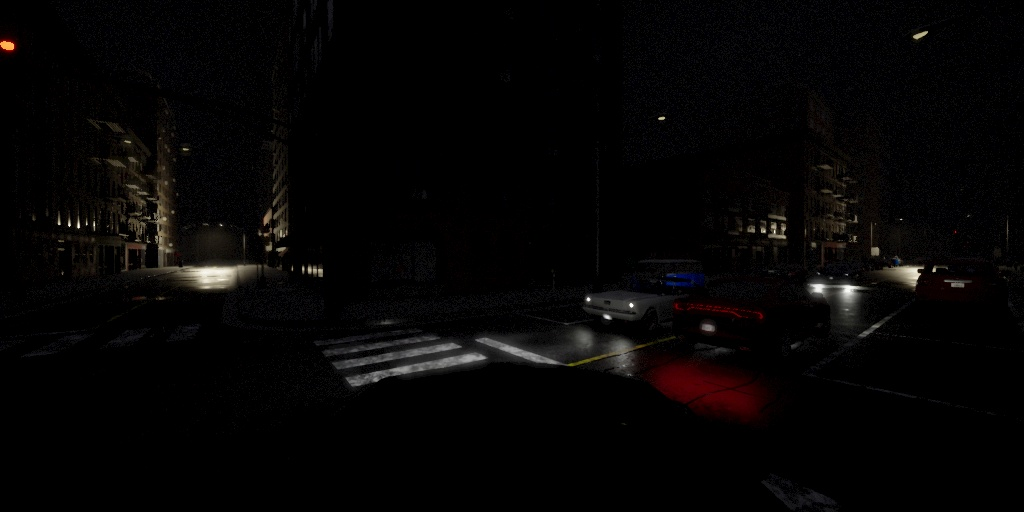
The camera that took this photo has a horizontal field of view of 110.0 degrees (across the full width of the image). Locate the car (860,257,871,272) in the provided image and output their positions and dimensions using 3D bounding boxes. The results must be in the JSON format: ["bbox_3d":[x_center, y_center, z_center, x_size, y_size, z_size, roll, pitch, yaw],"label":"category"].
[{"bbox_3d":[37.091,1.116,39.161,4.403,1.370,2.007,0,0,-37],"label":"car"}]

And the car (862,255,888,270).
[{"bbox_3d":[45.677,0.844,45.732,5.009,1.841,2.192,0,0,-37],"label":"car"}]

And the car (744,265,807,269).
[{"bbox_3d":[12.319,1.285,16.982,4.718,1.301,1.895,0,0,-38],"label":"car"}]

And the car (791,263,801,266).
[{"bbox_3d":[19.917,1.183,26.019,4.507,1.381,1.888,0,0,-37],"label":"car"}]

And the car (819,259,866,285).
[{"bbox_3d":[22.824,1.167,25.004,4.674,1.442,1.812,0,0,-38],"label":"car"}]

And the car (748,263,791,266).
[{"bbox_3d":[15.624,1.222,22.733,4.313,1.339,1.948,0,0,-37],"label":"car"}]

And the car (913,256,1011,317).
[{"bbox_3d":[16.263,1.014,13.008,5.009,1.841,2.192,0,0,-37],"label":"car"}]

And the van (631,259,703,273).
[{"bbox_3d":[7.038,1.033,16.162,3.998,1.789,1.690,0,0,-37],"label":"van"}]

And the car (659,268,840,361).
[{"bbox_3d":[5.701,1.205,8.325,5.008,1.535,1.882,0,0,-37],"label":"car"}]

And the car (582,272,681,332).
[{"bbox_3d":[4.362,1.318,10.885,4.718,1.301,1.895,0,0,-35],"label":"car"}]

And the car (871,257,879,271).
[{"bbox_3d":[41.384,1.114,42.446,4.313,1.339,1.948,0,0,-37],"label":"car"}]
